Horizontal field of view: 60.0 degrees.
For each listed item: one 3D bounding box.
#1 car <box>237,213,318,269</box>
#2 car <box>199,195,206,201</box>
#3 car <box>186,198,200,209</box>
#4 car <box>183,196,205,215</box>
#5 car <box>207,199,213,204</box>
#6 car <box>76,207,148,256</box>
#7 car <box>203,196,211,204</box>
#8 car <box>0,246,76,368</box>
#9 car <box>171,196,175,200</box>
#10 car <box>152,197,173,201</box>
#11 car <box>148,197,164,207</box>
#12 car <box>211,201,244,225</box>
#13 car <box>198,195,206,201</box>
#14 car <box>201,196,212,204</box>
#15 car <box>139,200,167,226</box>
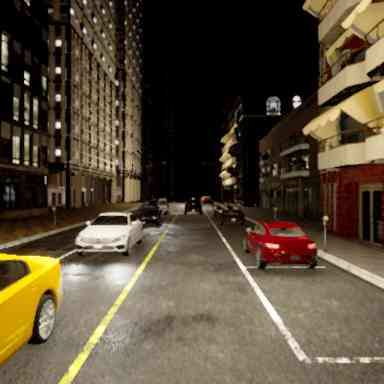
[{"bbox_3d":[2.750,1.590,10.938,1.802,1.307,4.206,0,0,0],"label":"car"},{"bbox_3d":[2.757,1.596,86.159,1.752,1.417,4.829,0,0,0],"label":"car"},{"bbox_3d":[0.130,1.592,47.099,1.994,1.385,4.181,0,0,0],"label":"car"},{"bbox_3d":[0.126,1.525,34.646,1.837,1.490,4.892,0,0,0],"label":"car"},{"bbox_3d":[2.714,1.568,29.504,2.008,1.369,4.403,0,0,0],"label":"car"},{"bbox_3d":[-3.092,1.531,13.315,1.812,1.442,4.674,0,0,0],"label":"car"},{"bbox_3d":[2.735,1.620,57.747,1.802,1.307,4.206,0,0,0],"label":"car"},{"bbox_3d":[-3.099,1.479,3.555,1.882,1.535,5.008,0,0,0],"label":"car"},{"bbox_3d":[-5.620,1.638,91.644,1.947,1.339,4.313,0,0,0],"label":"car"},{"bbox_3d":[-2.977,1.326,29.482,1.895,1.301,4.718,0,0,0],"label":"car"},{"bbox_3d":[-5.649,1.579,52.104,2.008,1.369,4.403,0,0,0],"label":"car"},{"bbox_3d":[2.709,1.565,23.856,2.008,1.369,4.403,0,0,0],"label":"car"},{"bbox_3d":[2.762,1.644,91.638,1.947,1.339,4.313,0,0,0],"label":"car"},{"bbox_3d":[2.740,1.484,63.396,1.967,1.590,4.097,0,0,0],"label":"car"},{"bbox_3d":[-3.073,1.558,23.955,2.033,1.411,5.357,0,0,0],"label":"car"}]
